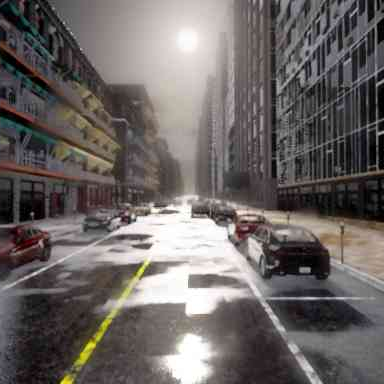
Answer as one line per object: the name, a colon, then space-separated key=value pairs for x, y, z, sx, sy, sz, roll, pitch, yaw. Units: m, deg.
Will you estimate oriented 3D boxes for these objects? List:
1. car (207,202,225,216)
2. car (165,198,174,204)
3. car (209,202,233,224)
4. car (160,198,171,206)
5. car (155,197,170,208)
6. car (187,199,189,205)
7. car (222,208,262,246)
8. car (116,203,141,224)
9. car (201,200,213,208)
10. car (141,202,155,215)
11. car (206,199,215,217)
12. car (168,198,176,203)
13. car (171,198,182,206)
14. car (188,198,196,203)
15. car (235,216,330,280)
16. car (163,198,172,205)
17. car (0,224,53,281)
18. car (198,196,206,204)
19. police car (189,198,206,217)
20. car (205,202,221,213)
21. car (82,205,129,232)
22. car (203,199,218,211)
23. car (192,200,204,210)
car: x=2.685 y=1.884 z=38.530 sx=1.752 sy=1.417 sz=4.829 roll=1 pitch=-1 yaw=0
car: x=-5.716 y=2.317 z=83.568 sx=1.947 sy=1.339 sz=4.313 roll=1 pitch=0 yaw=0
car: x=2.689 y=1.803 z=27.057 sx=2.008 sy=1.369 sz=4.403 roll=1 pitch=-1 yaw=0
car: x=-5.709 y=2.094 z=72.266 sx=1.967 sy=1.590 sz=4.097 roll=1 pitch=0 yaw=0
car: x=-5.702 y=1.871 z=60.966 sx=2.192 sy=1.841 sz=5.009 roll=1 pitch=0 yaw=0
car: x=-0.032 y=2.079 z=72.300 sx=1.994 sy=1.385 sz=4.181 roll=0 pitch=0 yaw=0
car: x=2.694 y=1.693 z=15.755 sx=1.887 sy=1.381 sz=4.507 roll=1 pitch=-1 yaw=0
car: x=-5.689 y=1.693 z=27.056 sx=1.967 sy=1.590 sz=4.097 roll=1 pitch=-1 yaw=0
car: x=2.674 y=2.122 z=60.966 sx=1.947 sy=1.339 sz=4.313 roll=1 pitch=0 yaw=0
car: x=-5.696 y=1.880 z=38.188 sx=1.752 sy=1.417 sz=4.829 roll=1 pitch=-1 yaw=0
car: x=2.688 y=1.745 z=32.710 sx=1.967 sy=1.590 sz=4.097 roll=1 pitch=-1 yaw=0
car: x=-5.720 y=2.391 z=94.872 sx=1.887 sy=1.381 sz=4.507 roll=1 pitch=0 yaw=0
car: x=-3.031 y=2.167 z=70.988 sx=2.128 sy=1.511 sz=4.902 roll=0 pitch=0 yaw=0
car: x=-0.039 y=2.251 z=87.330 sx=1.895 sy=1.301 sz=4.718 roll=0 pitch=0 yaw=0
car: x=2.697 y=1.646 z=10.104 sx=2.008 sy=1.369 sz=4.403 roll=1 pitch=-1 yaw=0
car: x=-5.713 y=2.247 z=77.918 sx=1.887 sy=1.381 sz=4.507 roll=1 pitch=0 yaw=0
car: x=-5.684 y=1.677 z=10.101 sx=1.802 sy=1.307 sz=4.206 roll=1 pitch=-1 yaw=0
car: x=2.666 y=2.114 z=89.224 sx=2.192 sy=1.841 sz=5.009 roll=1 pitch=0 yaw=0
police car: x=0.862 y=1.760 z=35.929 sx=1.930 sy=1.638 sz=5.238 roll=0 pitch=-1 yaw=0
car: x=2.681 y=1.990 z=44.011 sx=1.802 sy=1.307 sz=4.206 roll=1 pitch=-1 yaw=0
car: x=-5.689 y=1.751 z=21.403 sx=2.008 sy=1.369 sz=4.403 roll=1 pitch=-1 yaw=0
car: x=2.681 y=1.898 z=49.663 sx=1.967 sy=1.590 sz=4.097 roll=1 pitch=-1 yaw=0
car: x=0.877 y=2.002 z=51.821 sx=1.812 sy=1.442 sz=4.674 roll=0 pitch=0 yaw=0
